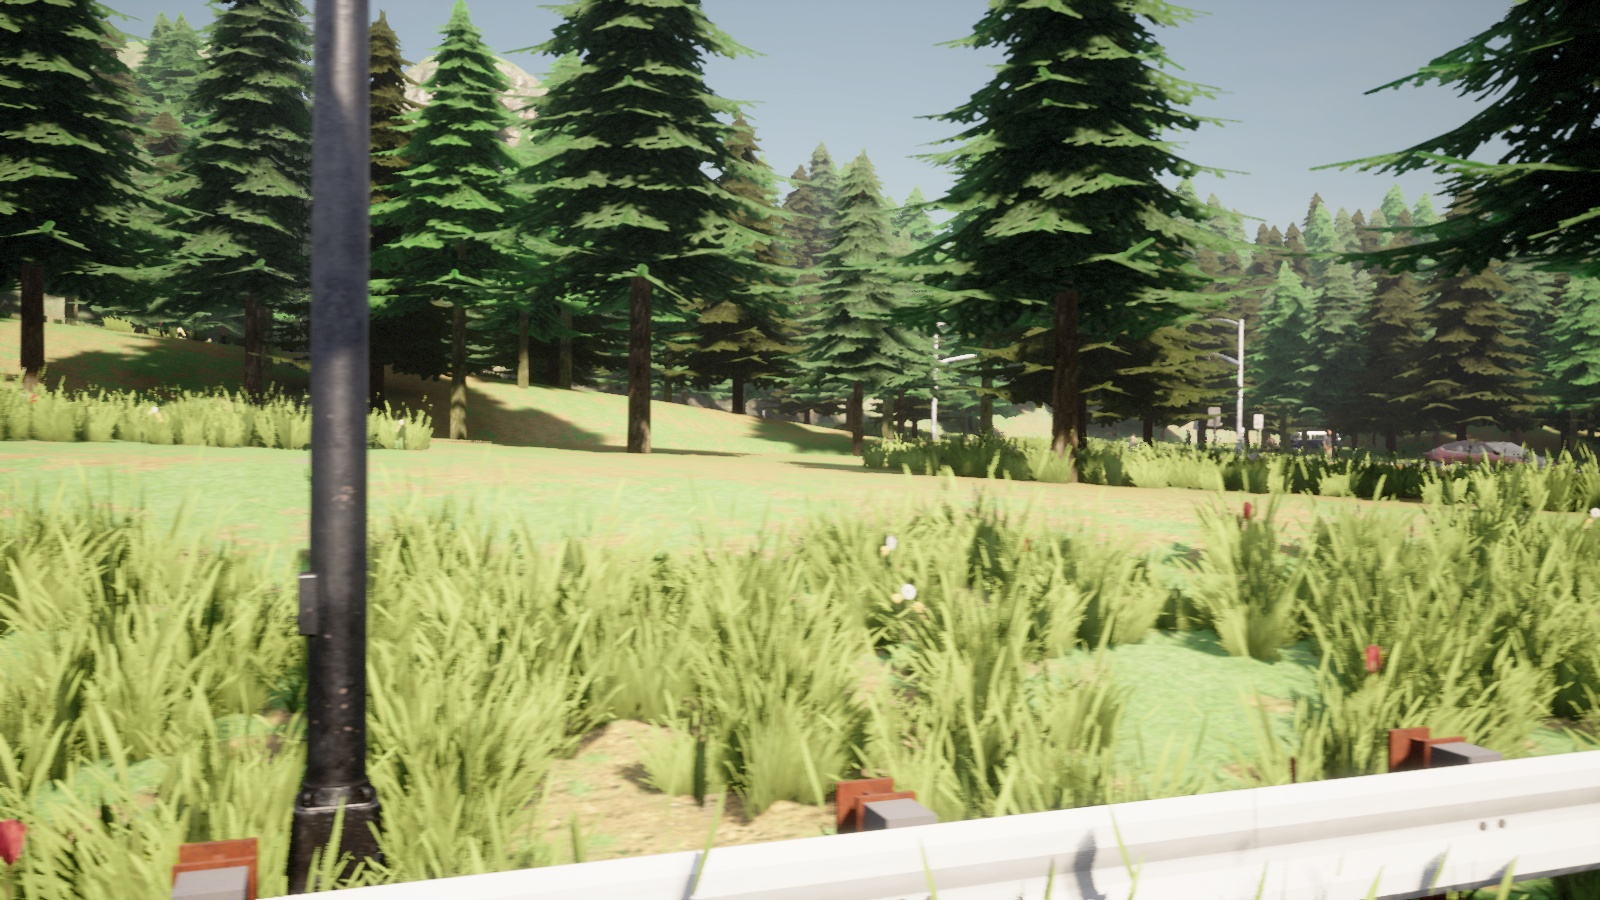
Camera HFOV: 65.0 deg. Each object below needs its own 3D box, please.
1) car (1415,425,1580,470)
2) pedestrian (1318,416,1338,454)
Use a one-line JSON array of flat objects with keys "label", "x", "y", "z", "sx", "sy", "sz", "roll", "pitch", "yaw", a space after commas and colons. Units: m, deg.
[{"label": "car", "x": 24.338, "y": -0.110, "z": 44.048, "sx": 2.163, "sy": 1.488, "sz": 4.792, "roll": -1, "pitch": 1, "yaw": -21}, {"label": "pedestrian", "x": 25.924, "y": -0.733, "z": 61.680, "sx": 0.540, "sy": 1.848, "sz": 0.694, "roll": -1, "pitch": 1, "yaw": -29}]
